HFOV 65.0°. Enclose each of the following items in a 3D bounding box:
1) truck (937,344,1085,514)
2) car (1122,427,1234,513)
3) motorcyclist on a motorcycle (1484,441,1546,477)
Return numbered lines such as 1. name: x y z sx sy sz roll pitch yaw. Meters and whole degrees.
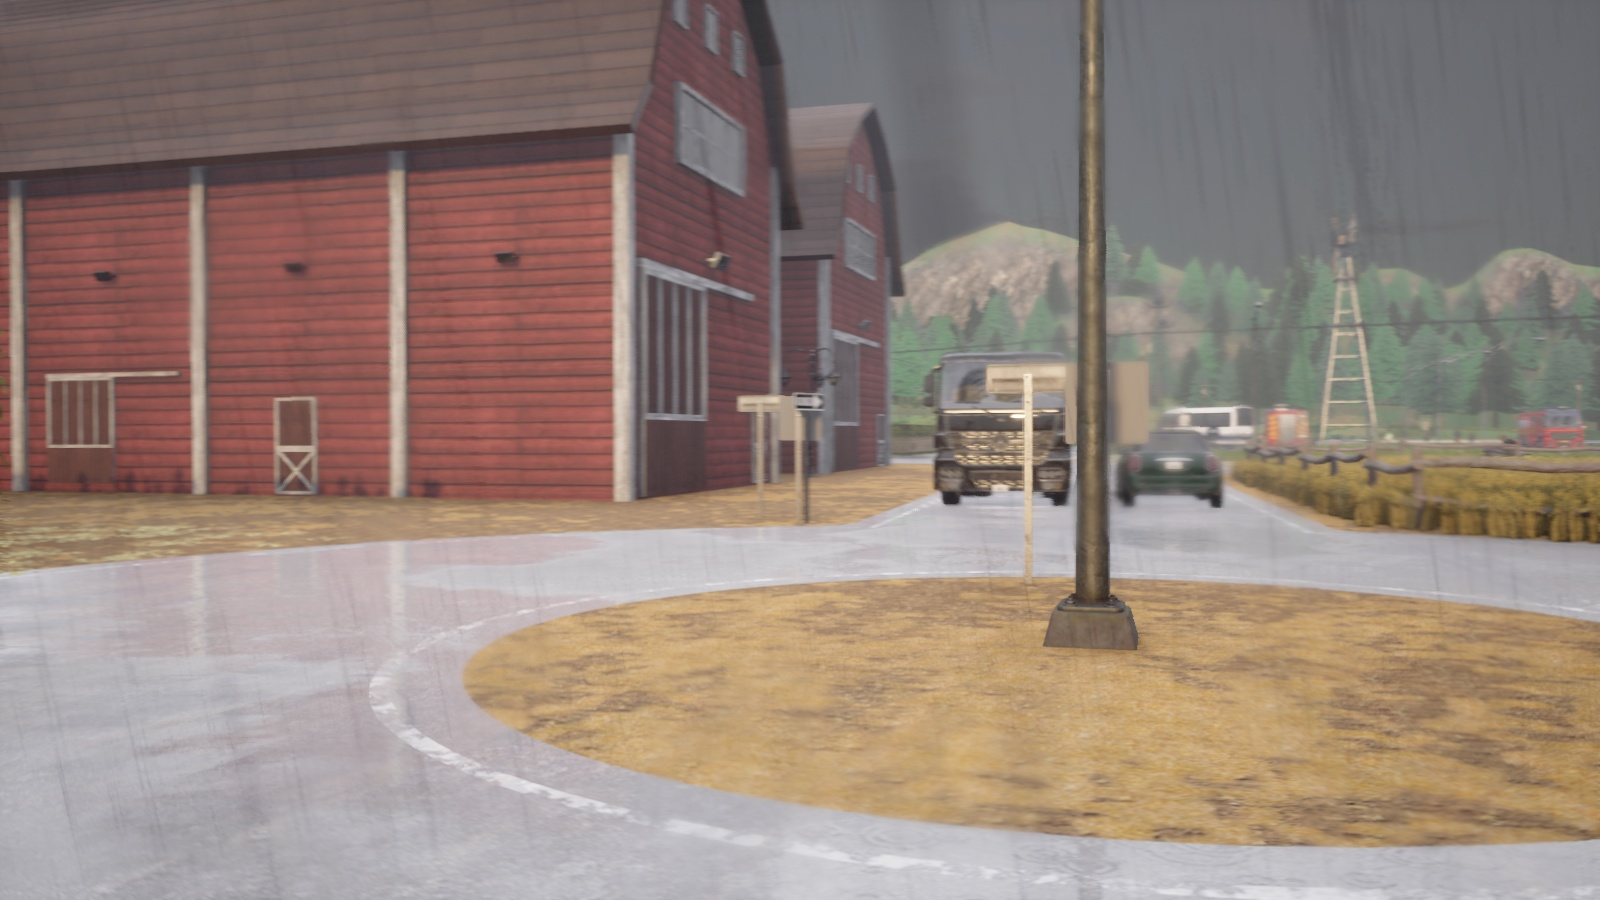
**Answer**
1. truck: 5.205 -0.483 29.781 2.891 3.462 7.936 0 1 14
2. car: 8.487 0.388 28.535 2.097 1.767 4.553 0 1 13
3. motorcyclist on a motorcycle: 30.759 0.370 54.046 2.191 1.530 0.866 0 1 17
